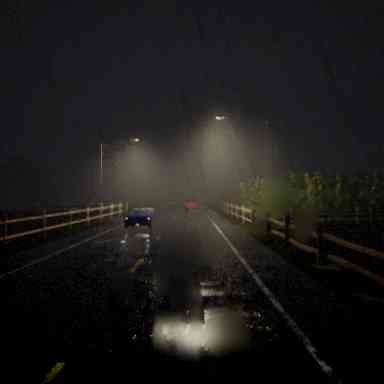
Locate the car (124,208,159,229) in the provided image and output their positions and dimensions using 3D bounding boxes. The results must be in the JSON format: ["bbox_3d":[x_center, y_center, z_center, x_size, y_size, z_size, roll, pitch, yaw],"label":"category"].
[{"bbox_3d":[-3.515,1.829,23.708,1.895,1.301,4.718,0,-1,0],"label":"car"}]

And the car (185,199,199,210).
[{"bbox_3d":[-0.018,1.890,53.462,2.097,1.767,4.553,0,-1,0],"label":"car"}]

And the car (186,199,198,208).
[{"bbox_3d":[-0.021,2.134,63.527,2.128,1.511,4.902,0,-1,0],"label":"car"}]
